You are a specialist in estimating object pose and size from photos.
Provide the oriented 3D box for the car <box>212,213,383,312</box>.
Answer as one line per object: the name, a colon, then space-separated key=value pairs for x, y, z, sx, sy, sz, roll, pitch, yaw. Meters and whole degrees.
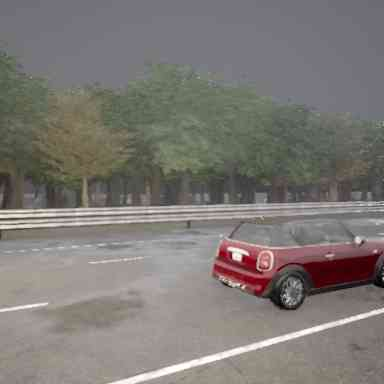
car: x=2.791 y=1.346 z=7.844 sx=4.553 sy=1.767 sz=2.097 roll=0 pitch=0 yaw=-28
